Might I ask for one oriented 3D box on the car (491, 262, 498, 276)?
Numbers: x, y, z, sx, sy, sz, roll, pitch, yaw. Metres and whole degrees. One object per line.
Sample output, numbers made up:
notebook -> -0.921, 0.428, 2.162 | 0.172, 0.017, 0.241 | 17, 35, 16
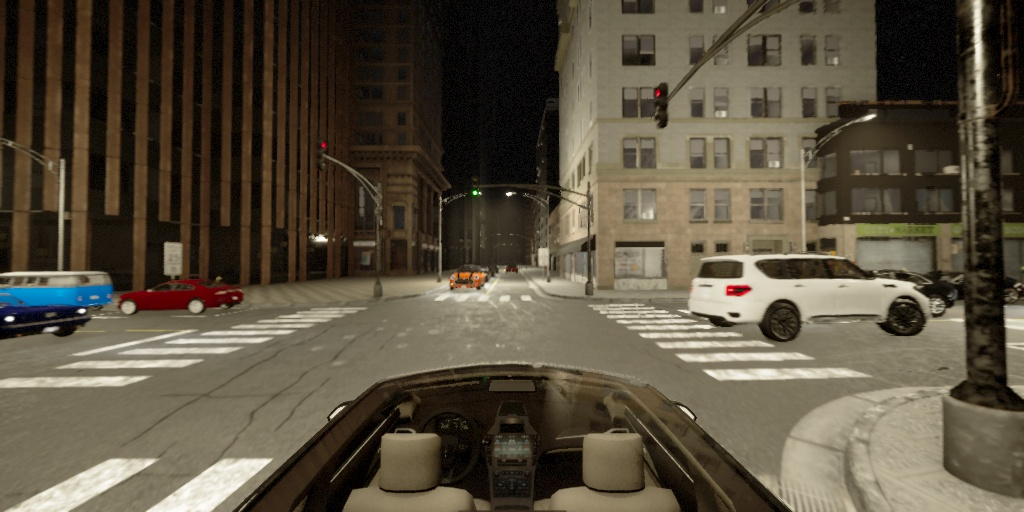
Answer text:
car -> -3.021, 1.834, 44.181 | 1.837, 1.490, 4.892 | 0, -1, 0

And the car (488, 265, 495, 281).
car -> -3.087, 1.706, 34.877 | 2.128, 1.511, 4.902 | 0, -1, 0

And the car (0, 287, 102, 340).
car -> -14.154, 1.627, 9.312 | 4.718, 1.301, 1.895 | -1, -1, 0

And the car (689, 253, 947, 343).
car -> 7.584, 0.969, 9.446 | 5.566, 2.045, 2.150 | -1, -3, -7

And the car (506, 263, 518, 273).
car -> -0.013, 2.045, 57.009 | 1.994, 1.385, 4.181 | 0, -1, 0

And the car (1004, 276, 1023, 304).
car -> 18.643, 1.281, 15.159 | 4.313, 1.339, 1.948 | 0, 0, 0

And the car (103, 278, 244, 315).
car -> -13.987, 1.684, 15.256 | 4.507, 1.381, 1.888 | 0, 0, 0

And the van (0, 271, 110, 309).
van -> -19.611, 1.554, 15.273 | 3.998, 1.789, 1.690 | 0, 0, 0

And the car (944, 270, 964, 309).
car -> 12.258, 1.249, 12.437 | 4.892, 1.490, 1.837 | -1, -1, 0

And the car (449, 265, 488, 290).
car -> -3.128, 1.448, 25.801 | 2.097, 1.767, 4.553 | 0, -1, 1
